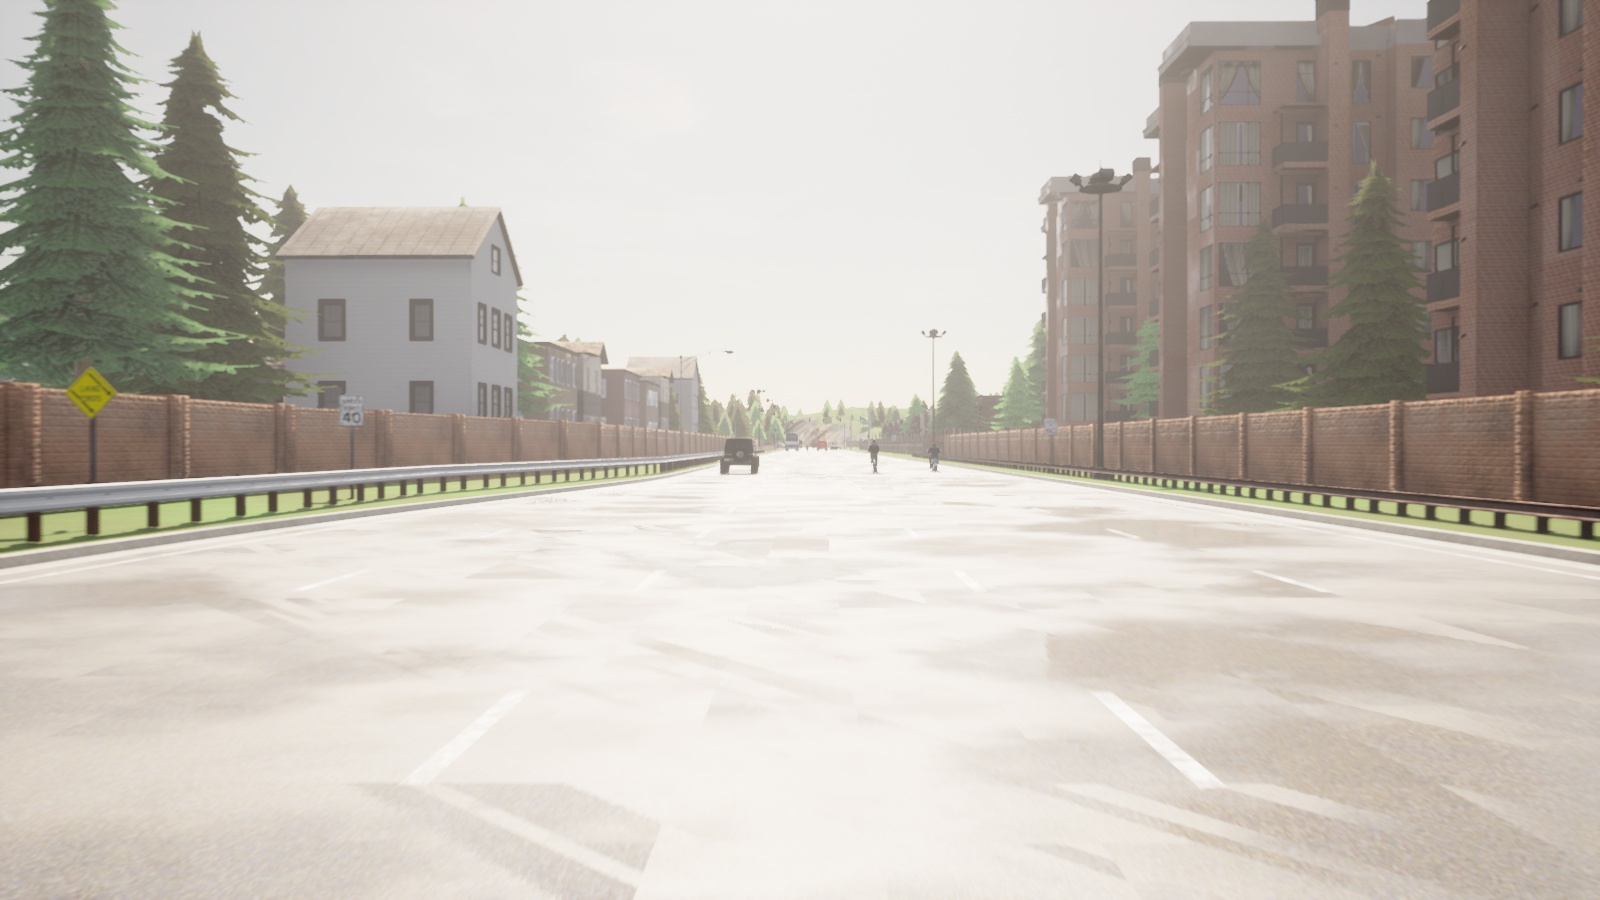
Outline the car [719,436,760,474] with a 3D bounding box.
[{"bbox_3d":[-3.112,0.241,65.259,1.905,1.878,3.866,0,0,0],"label":"car"}]
